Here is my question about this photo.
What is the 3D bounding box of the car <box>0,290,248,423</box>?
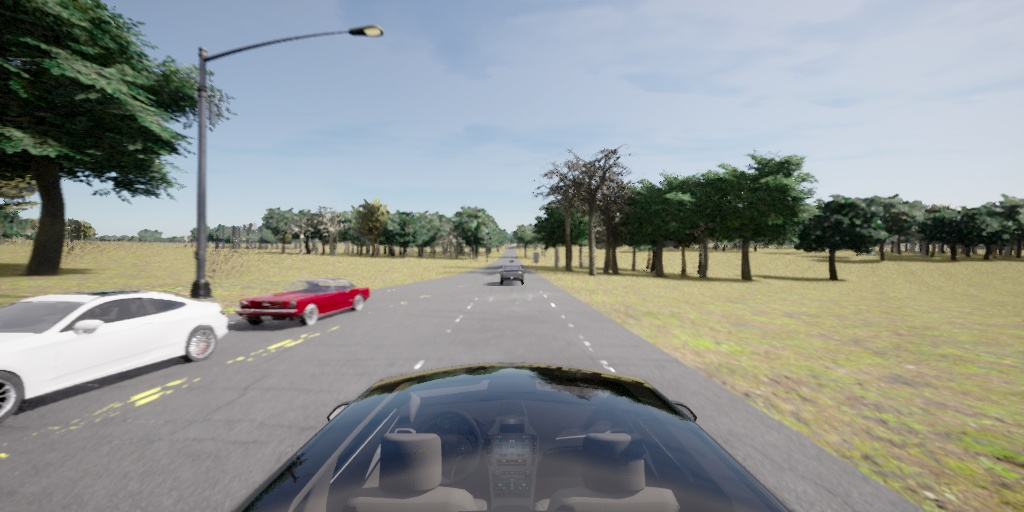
[{"bbox_3d":[-6.891,1.307,5.654,1.812,1.442,4.674,0,-1,1],"label":"car"}]

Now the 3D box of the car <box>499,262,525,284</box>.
[{"bbox_3d":[0.000,1.454,29.131,2.128,1.511,4.902,0,-1,0],"label":"car"}]

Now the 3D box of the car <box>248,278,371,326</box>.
[{"bbox_3d":[-6.706,1.430,12.178,1.895,1.301,4.718,0,0,3],"label":"car"}]
